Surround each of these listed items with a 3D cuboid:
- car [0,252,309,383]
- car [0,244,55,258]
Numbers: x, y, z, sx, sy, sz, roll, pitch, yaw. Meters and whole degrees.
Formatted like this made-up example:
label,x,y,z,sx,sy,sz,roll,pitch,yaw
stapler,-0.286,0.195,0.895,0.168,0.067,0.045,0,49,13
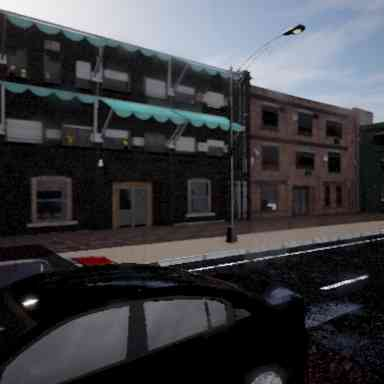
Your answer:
label,x,y,z,sx,sy,sz,roll,pitch,yaw
car,-1.065,1.479,2.928,5.008,1.535,1.882,0,0,-35
car,-3.303,1.601,5.322,4.718,1.301,1.895,0,0,-36
